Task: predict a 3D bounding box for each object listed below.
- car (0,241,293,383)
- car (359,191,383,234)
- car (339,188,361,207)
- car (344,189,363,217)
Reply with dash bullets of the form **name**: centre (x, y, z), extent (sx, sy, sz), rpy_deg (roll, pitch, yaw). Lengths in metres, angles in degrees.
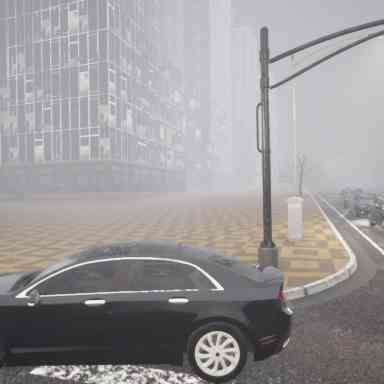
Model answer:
- **car**: centre (-1.093, 1.505, 4.778), extent (4.892, 1.490, 1.837), rpy_deg (0, 0, 0)
- **car**: centre (8.983, 0.928, 14.429), extent (2.128, 1.511, 4.902), rpy_deg (-1, 2, 18)
- **car**: centre (13.008, 0.453, 26.793), extent (2.128, 1.511, 4.902), rpy_deg (-1, 2, 18)
- **car**: centre (11.023, 0.759, 20.726), extent (1.994, 1.385, 4.181), rpy_deg (-1, 2, 17)
